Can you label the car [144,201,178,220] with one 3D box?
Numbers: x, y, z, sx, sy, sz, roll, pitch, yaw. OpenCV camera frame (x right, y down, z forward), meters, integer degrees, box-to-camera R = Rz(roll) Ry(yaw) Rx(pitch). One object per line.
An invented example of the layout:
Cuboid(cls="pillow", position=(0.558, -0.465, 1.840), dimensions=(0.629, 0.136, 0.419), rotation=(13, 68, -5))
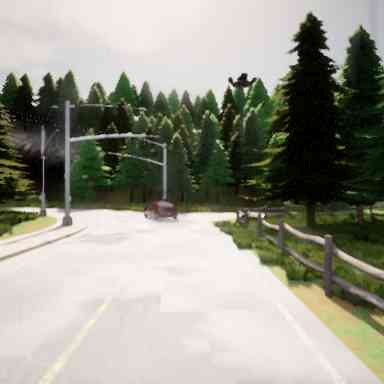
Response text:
Cuboid(cls="car", position=(-2.784, 1.556, 28.825), dimensions=(1.882, 1.535, 5.008), rotation=(1, 0, -23))
